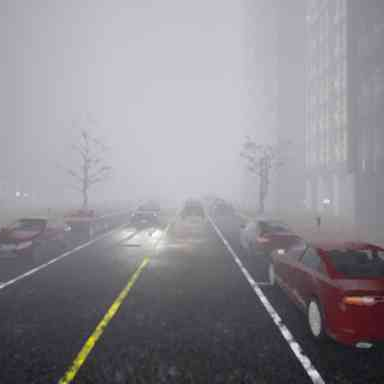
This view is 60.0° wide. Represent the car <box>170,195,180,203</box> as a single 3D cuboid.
[{"bbox_3d":[-3.027,1.463,66.520,1.812,1.442,4.674,0,0,0],"label":"car"}]

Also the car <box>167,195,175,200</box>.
[{"bbox_3d":[-5.719,1.453,90.928,2.008,1.369,4.403,1,0,0],"label":"car"}]

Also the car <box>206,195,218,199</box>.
[{"bbox_3d":[2.685,1.410,34.536,1.967,1.590,4.097,1,0,0],"label":"car"}]

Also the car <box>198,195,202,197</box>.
[{"bbox_3d":[0.080,1.484,45.942,1.812,1.442,4.674,0,0,0],"label":"car"}]

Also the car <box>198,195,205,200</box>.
[{"bbox_3d":[2.662,1.427,91.120,1.752,1.417,4.829,1,0,0],"label":"car"}]

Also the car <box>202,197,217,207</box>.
[{"bbox_3d":[2.677,1.503,51.460,2.008,1.369,4.403,1,0,0],"label":"car"}]

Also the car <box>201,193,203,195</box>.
[{"bbox_3d":[2.677,1.261,57.101,2.192,1.841,5.009,1,0,0],"label":"car"}]

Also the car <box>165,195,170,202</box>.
[{"bbox_3d":[-5.708,1.490,62.714,2.008,1.369,4.403,1,0,0],"label":"car"}]

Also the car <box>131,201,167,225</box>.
[{"bbox_3d":[-3.109,1.581,23.732,1.895,1.301,4.718,0,0,0],"label":"car"}]

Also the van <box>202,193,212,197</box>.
[{"bbox_3d":[2.681,1.300,45.818,1.690,1.788,3.998,1,0,0],"label":"van"}]

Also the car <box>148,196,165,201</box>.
[{"bbox_3d":[-5.702,1.393,51.428,1.967,1.590,4.097,1,0,0],"label":"car"}]

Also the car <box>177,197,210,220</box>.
[{"bbox_3d":[0.090,1.468,28.000,2.128,1.511,4.902,0,0,0],"label":"car"}]

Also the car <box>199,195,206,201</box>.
[{"bbox_3d":[2.663,1.492,85.309,1.802,1.307,4.206,1,0,0],"label":"car"}]

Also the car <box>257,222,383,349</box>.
[{"bbox_3d":[2.695,1.540,6.328,1.887,1.381,4.507,0,0,0],"label":"car"}]

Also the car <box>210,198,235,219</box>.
[{"bbox_3d":[2.686,1.520,28.894,1.887,1.381,4.507,1,0,0],"label":"car"}]

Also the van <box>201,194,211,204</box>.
[{"bbox_3d":[2.675,1.280,62.743,1.690,1.788,3.998,1,0,0],"label":"van"}]

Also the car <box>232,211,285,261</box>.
[{"bbox_3d":[2.692,1.573,11.970,1.802,1.307,4.206,0,0,0],"label":"car"}]

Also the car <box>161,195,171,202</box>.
[{"bbox_3d":[-5.713,1.475,73.999,2.008,1.369,4.403,1,0,0],"label":"car"}]

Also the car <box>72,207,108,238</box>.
[{"bbox_3d":[-5.690,1.531,17.571,1.887,1.381,4.507,1,0,0],"label":"car"}]

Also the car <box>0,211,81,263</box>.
[{"bbox_3d":[-5.688,1.573,11.928,1.802,1.307,4.206,1,0,0],"label":"car"}]

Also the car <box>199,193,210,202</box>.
[{"bbox_3d":[2.671,1.240,74.025,2.192,1.841,5.009,1,0,0],"label":"car"}]
